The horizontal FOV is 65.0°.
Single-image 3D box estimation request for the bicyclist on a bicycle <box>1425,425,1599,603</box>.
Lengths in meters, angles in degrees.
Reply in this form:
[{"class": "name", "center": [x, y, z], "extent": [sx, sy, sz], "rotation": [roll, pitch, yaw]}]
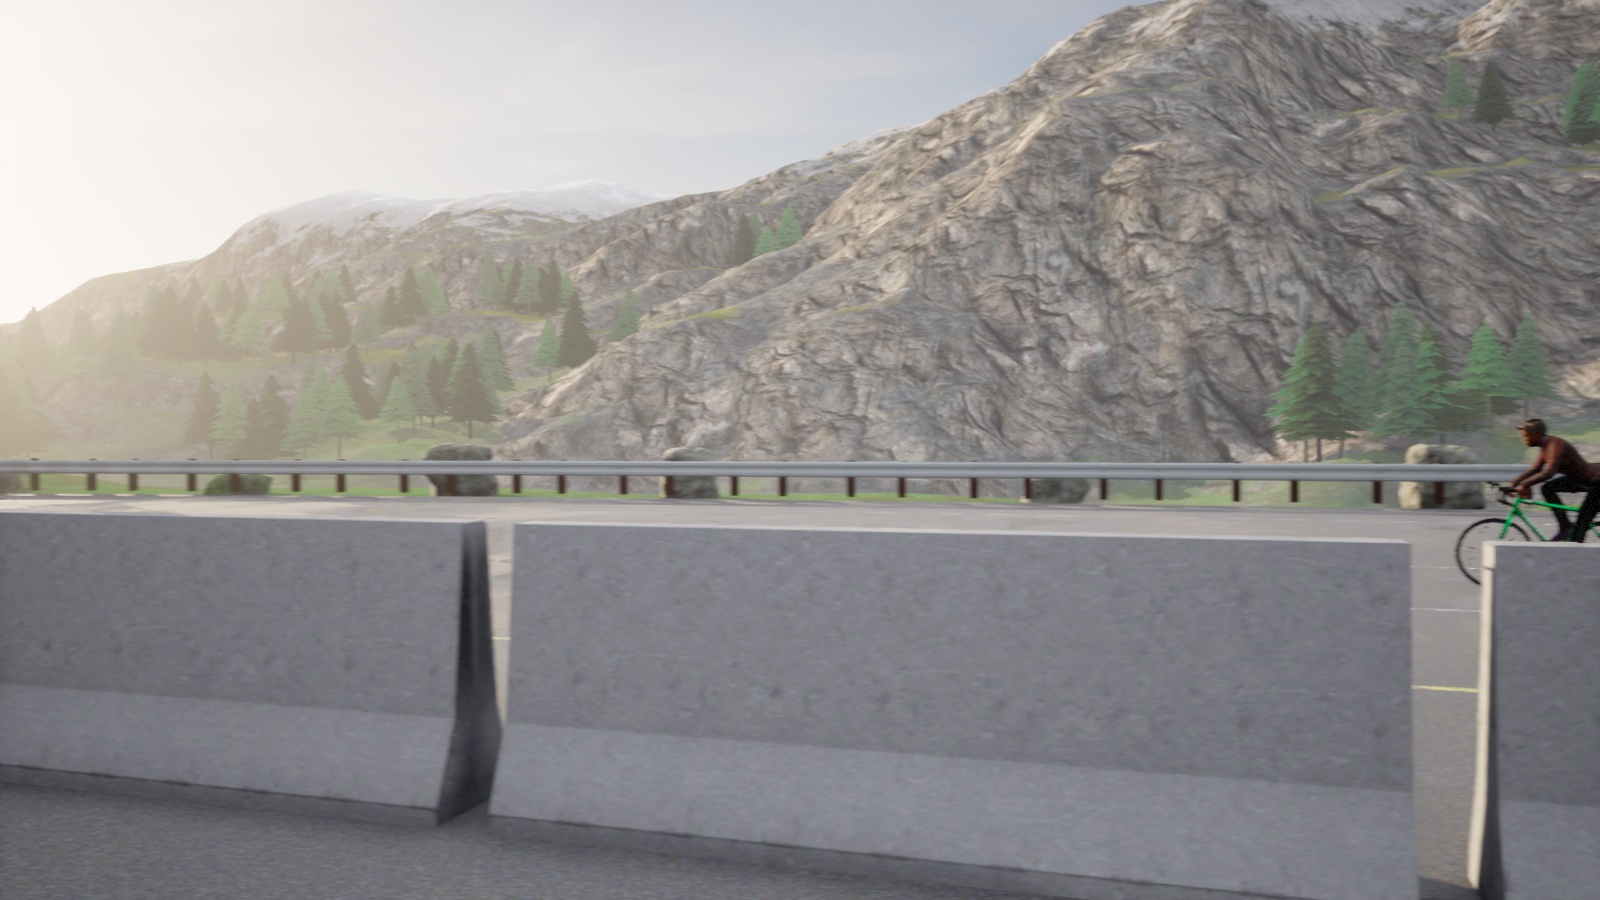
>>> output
[{"class": "bicyclist on a bicycle", "center": [6.883, 0.579, 11.902], "extent": [1.656, 1.620, 0.582], "rotation": [0, 1, 20]}]
